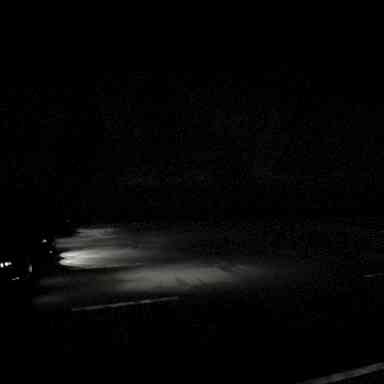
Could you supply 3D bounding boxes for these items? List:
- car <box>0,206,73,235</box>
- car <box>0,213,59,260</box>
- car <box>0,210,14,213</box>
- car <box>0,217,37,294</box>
[{"bbox_3d":[-8.536,1.452,16.888,4.674,1.442,1.812,0,0,-21],"label":"car"},{"bbox_3d":[-6.427,1.516,10.188,4.181,1.385,1.994,0,0,-21],"label":"car"},{"bbox_3d":[-9.714,1.536,12.695,4.718,1.301,1.895,0,0,-21],"label":"car"},{"bbox_3d":[-5.932,1.455,6.636,4.902,1.511,2.128,0,0,-21],"label":"car"}]
